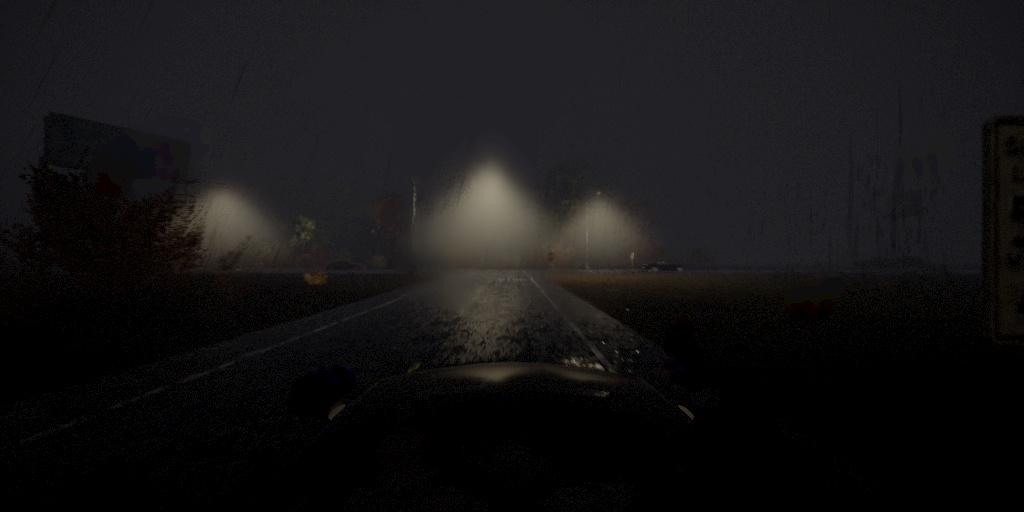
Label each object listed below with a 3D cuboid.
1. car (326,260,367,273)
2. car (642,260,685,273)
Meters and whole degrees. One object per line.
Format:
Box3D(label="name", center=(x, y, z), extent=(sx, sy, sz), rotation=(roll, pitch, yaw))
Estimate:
Box3D(label="car", center=(-20.126, 1.256, 43.622), extent=(4.674, 1.442, 1.812), rotation=(0, 0, 0))
Box3D(label="car", center=(18.621, 1.255, 44.050), extent=(5.008, 1.535, 1.882), rotation=(0, 0, -1))
